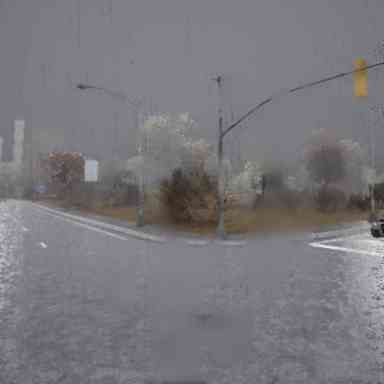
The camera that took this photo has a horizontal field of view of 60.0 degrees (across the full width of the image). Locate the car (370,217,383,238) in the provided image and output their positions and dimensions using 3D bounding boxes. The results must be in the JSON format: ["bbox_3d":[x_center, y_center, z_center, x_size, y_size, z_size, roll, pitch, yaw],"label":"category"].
[{"bbox_3d":[10.169,1.456,15.556,4.181,1.385,1.994,0,0,-36],"label":"car"}]
